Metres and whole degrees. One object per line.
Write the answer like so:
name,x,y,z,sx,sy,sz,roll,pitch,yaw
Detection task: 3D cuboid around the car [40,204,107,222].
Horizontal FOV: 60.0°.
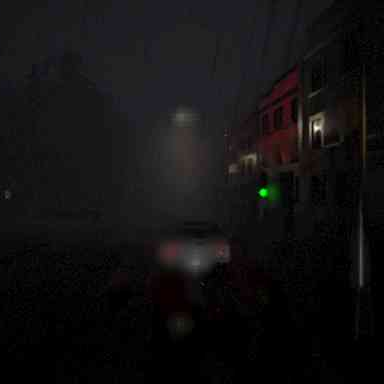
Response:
car,-9.115,1.587,25.706,4.718,1.301,1.895,0,0,1

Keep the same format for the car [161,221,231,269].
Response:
car,0.084,1.595,11.040,1.895,1.301,4.718,0,0,-1
